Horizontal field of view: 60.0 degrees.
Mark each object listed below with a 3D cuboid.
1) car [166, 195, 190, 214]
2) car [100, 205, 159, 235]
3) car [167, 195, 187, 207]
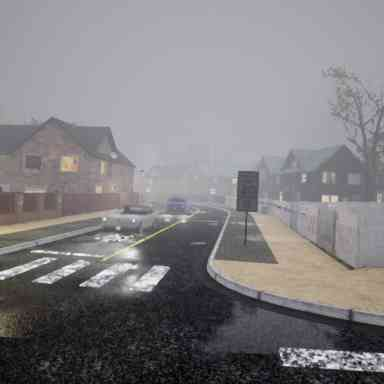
[{"bbox_3d":[-1.336,1.266,32.630,1.882,1.535,5.008,3,0,5],"label":"car"},{"bbox_3d":[-3.174,1.405,17.883,1.895,1.301,4.718,3,0,8],"label":"car"},{"bbox_3d":[-2.327,1.303,50.283,1.837,1.490,4.892,2,0,-16],"label":"car"}]
